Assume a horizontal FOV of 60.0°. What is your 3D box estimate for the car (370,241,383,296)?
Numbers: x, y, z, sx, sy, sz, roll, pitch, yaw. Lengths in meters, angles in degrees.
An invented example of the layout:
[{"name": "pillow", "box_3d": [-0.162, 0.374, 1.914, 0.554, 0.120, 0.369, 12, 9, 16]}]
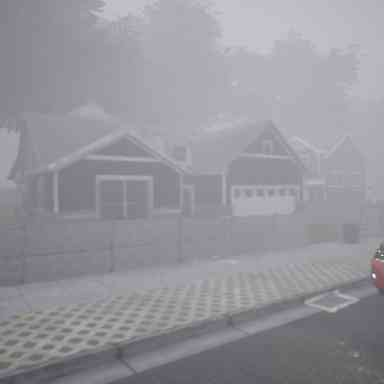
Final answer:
[{"name": "car", "box_3d": [6.366, 1.312, 7.609, 5.566, 2.045, 2.150, 1, 0, -35]}]
